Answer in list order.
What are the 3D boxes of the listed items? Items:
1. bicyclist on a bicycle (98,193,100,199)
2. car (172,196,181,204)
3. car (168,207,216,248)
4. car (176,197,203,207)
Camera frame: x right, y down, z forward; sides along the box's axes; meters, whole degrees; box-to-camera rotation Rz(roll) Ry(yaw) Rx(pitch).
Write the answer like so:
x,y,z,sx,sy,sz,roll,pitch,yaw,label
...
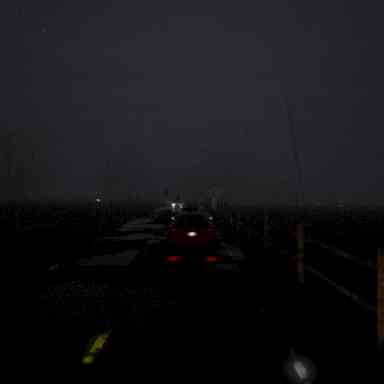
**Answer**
x,y,z,sx,sy,sz,roll,pitch,yaw,label
-22.595,1.016,80.683,0.582,1.620,1.656,1,0,0,bicyclist on a bicycle
-2.750,1.602,65.896,1.837,1.490,4.892,0,0,0,car
0.000,1.569,14.657,1.994,1.385,4.181,0,0,0,car
0.000,1.496,29.658,2.128,1.511,4.902,0,0,0,car
